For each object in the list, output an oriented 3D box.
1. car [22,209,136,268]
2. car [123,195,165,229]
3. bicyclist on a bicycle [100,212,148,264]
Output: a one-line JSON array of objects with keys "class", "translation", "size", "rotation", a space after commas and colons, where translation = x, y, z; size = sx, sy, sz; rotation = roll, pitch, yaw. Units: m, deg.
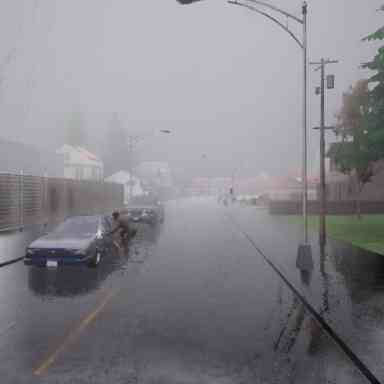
[{"class": "car", "translation": [-3.652, 1.547, 11.635], "size": [2.033, 1.411, 5.357], "rotation": [0, 0, 3]}, {"class": "car", "translation": [-3.144, 1.221, 22.207], "size": [2.150, 2.045, 5.566], "rotation": [0, 0, 3]}, {"class": "bicyclist on a bicycle", "translation": [-2.216, 1.452, 10.450], "size": [1.656, 1.620, 0.582], "rotation": [-1, 0, 3]}]
